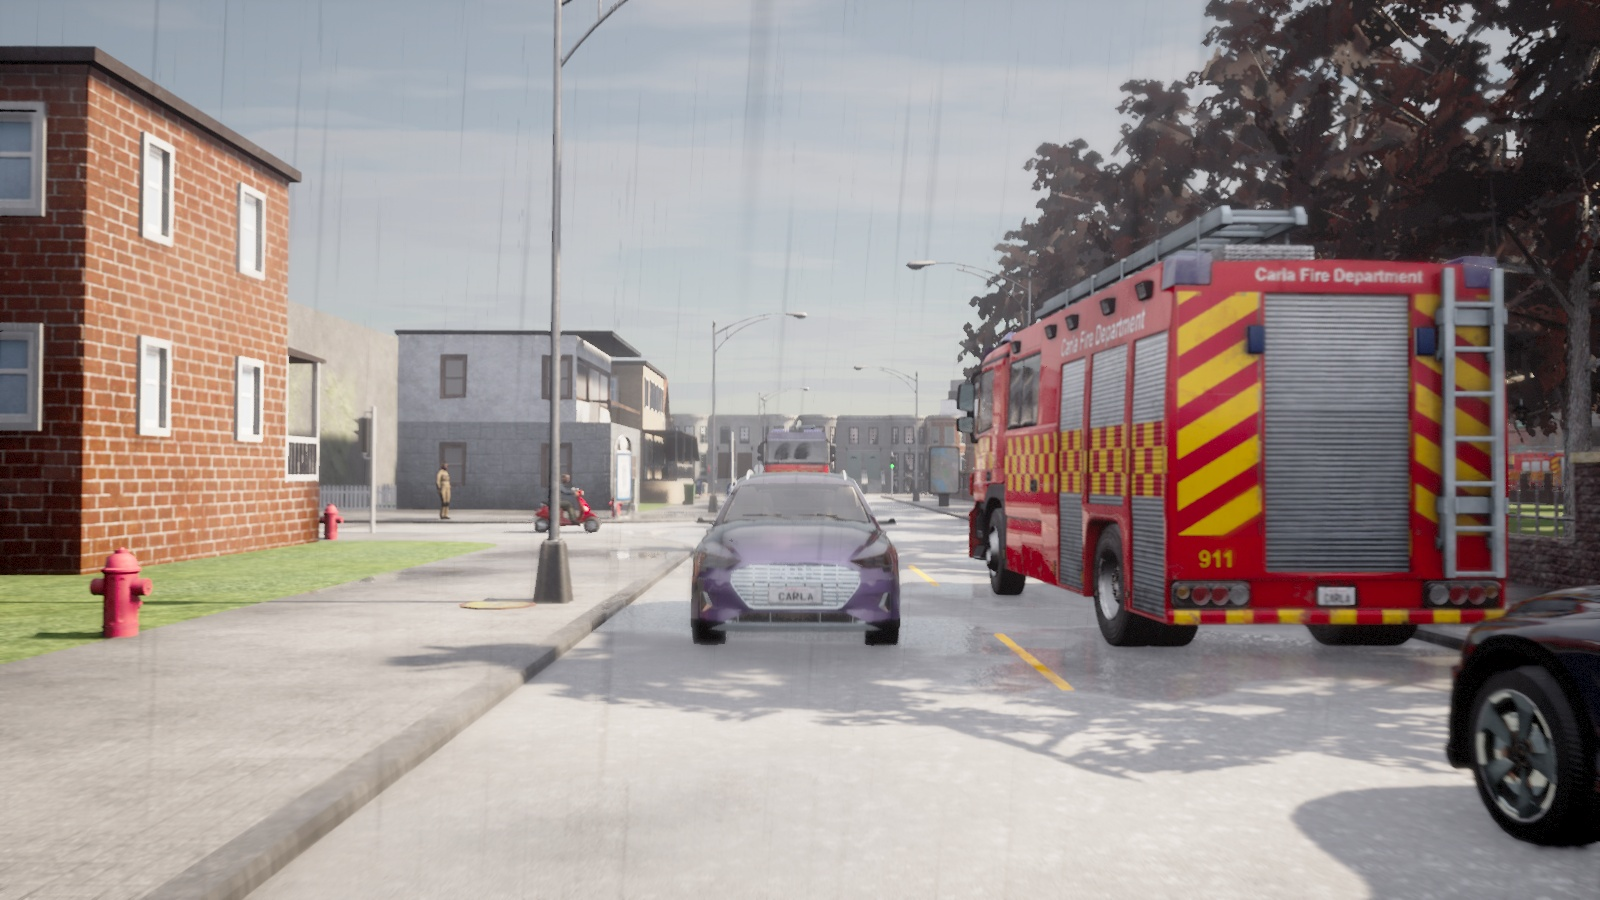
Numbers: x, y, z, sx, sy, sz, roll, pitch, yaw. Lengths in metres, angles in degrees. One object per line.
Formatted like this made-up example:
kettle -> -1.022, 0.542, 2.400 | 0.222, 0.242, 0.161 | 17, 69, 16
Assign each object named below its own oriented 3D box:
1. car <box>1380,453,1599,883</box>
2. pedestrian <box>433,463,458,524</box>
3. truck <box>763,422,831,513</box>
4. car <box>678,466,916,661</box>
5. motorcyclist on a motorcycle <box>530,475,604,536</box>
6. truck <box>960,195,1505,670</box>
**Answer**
car -> 4.144, 0.816, 4.022 | 2.033, 1.649, 4.856 | 0, -1, -4
pedestrian -> -11.312, 1.391, 40.089 | 0.692, 1.930, 0.396 | -1, -1, 33
truck -> -0.148, 0.831, 57.763 | 2.891, 3.827, 8.468 | 0, -1, 0
car -> -0.032, 1.019, 13.171 | 2.033, 1.649, 4.856 | 0, -1, 0
motorcyclist on a motorcycle -> -6.173, 1.478, 33.395 | 1.817, 1.590, 0.866 | 0, -1, -1
truck -> 4.066, -0.067, 14.435 | 2.891, 3.827, 8.468 | 0, -1, -3
